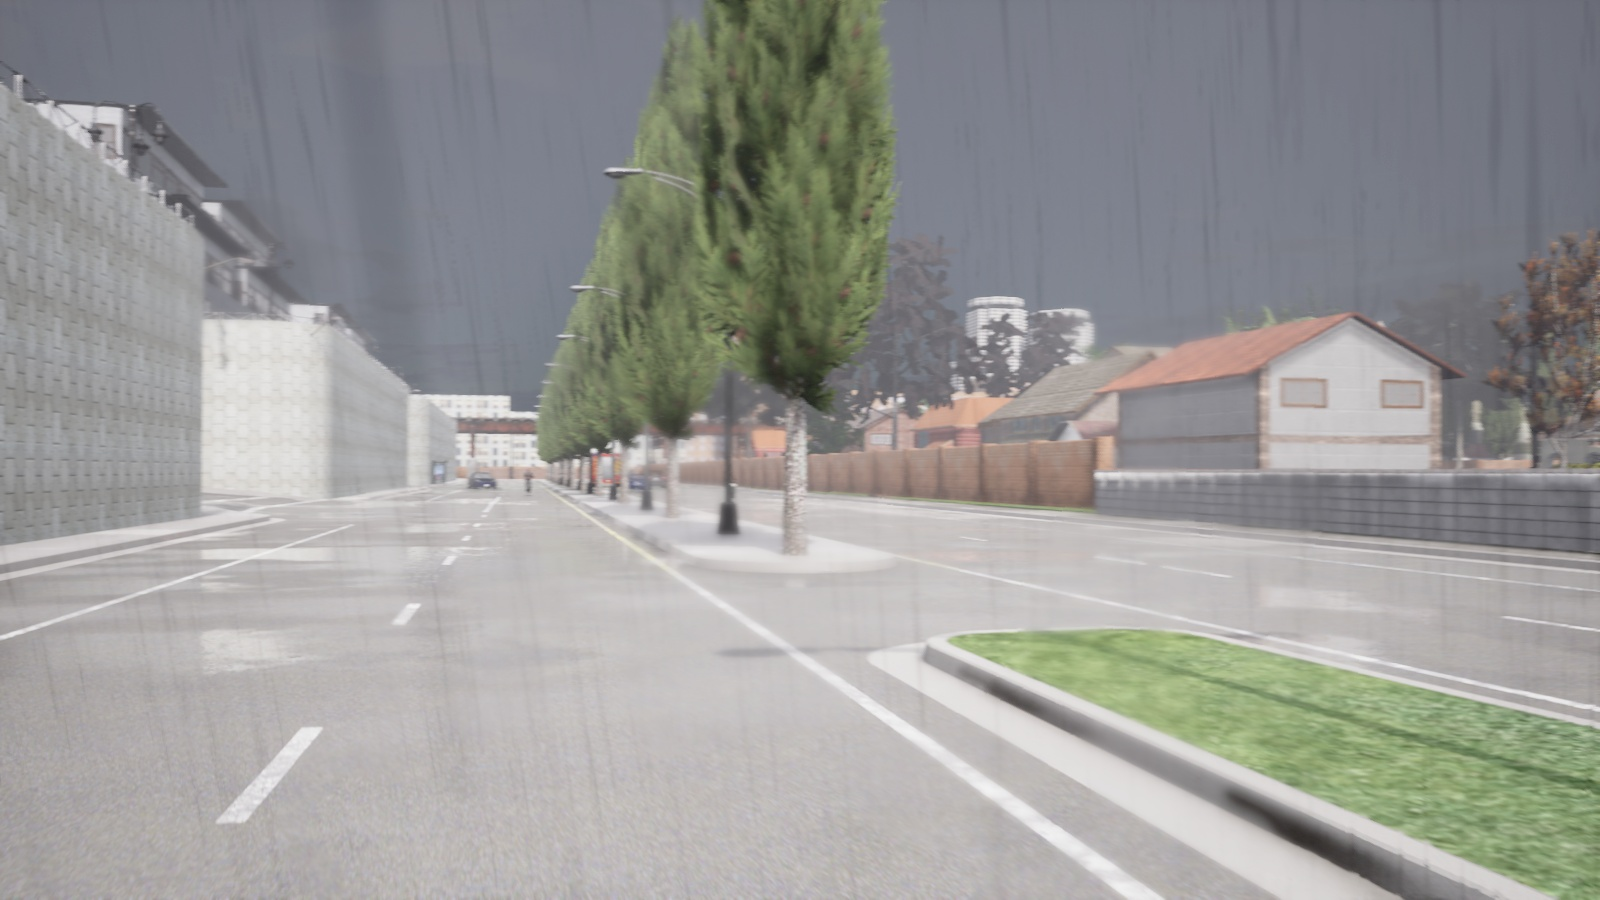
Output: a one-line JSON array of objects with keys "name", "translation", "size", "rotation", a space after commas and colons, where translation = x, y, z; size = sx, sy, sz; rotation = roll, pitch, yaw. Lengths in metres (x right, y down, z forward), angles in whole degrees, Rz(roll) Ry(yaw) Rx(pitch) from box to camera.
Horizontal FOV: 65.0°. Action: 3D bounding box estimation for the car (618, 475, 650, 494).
[{"name": "car", "translation": [-12.519, 2.601, 94.358], "size": [1.994, 1.385, 4.181], "rotation": [0, -1, -13]}]
